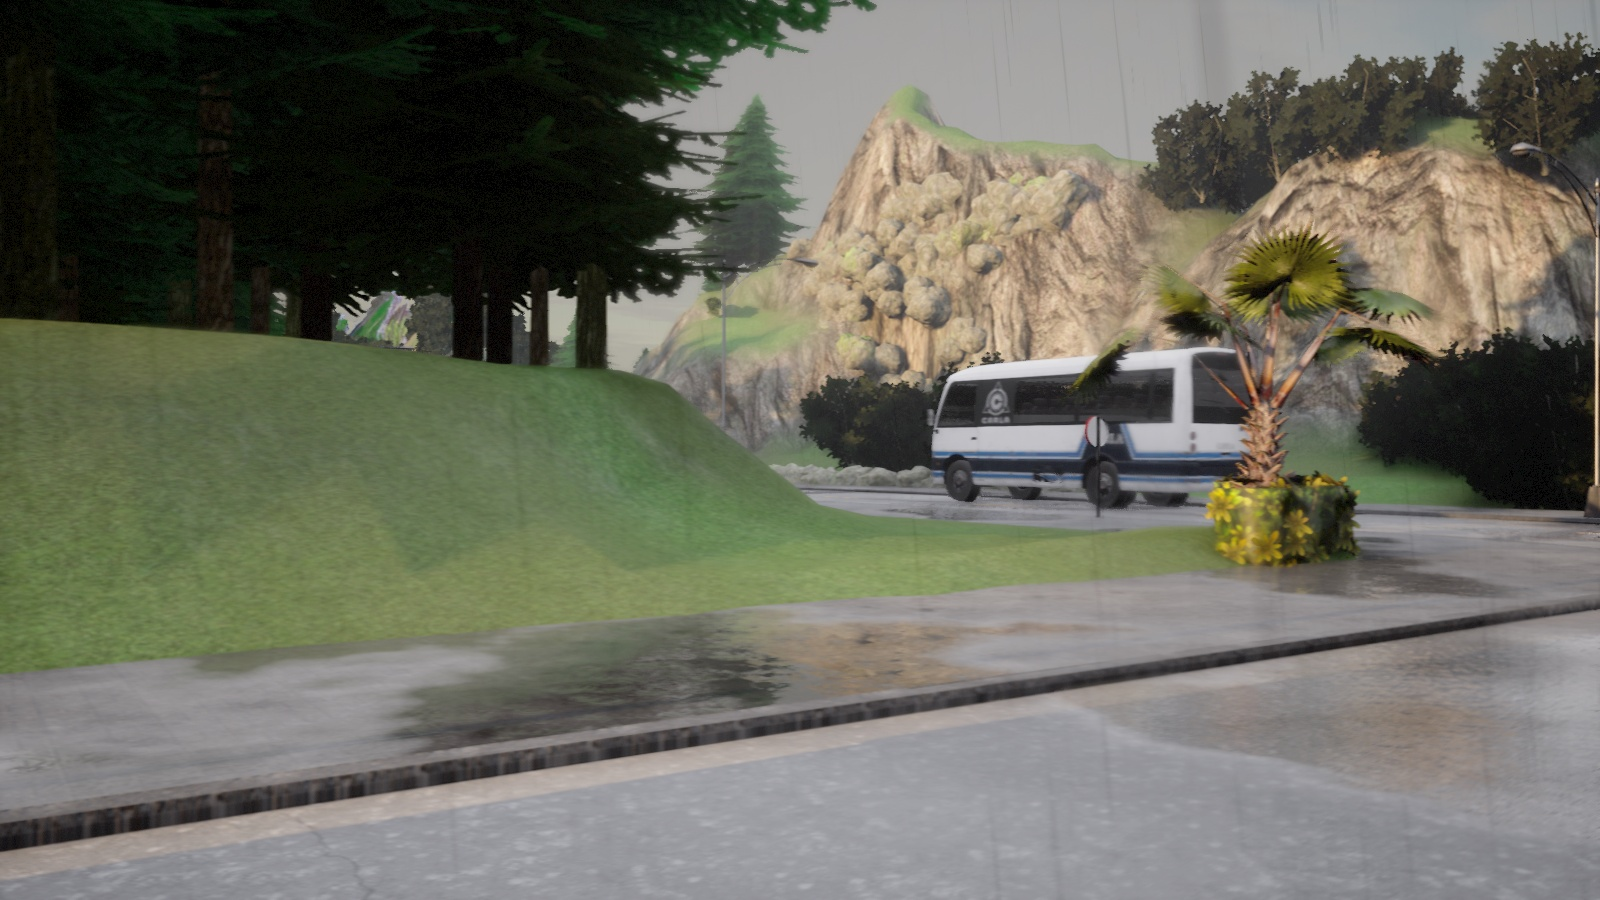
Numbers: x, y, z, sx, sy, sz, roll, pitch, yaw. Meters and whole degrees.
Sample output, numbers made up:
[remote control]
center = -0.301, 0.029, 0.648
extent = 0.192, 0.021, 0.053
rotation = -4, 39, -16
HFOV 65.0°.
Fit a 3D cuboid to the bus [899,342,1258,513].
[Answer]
[bus]
center = 7.690, -0.558, 36.658
extent = 3.944, 4.253, 10.273
rotation = 0, 0, -35
